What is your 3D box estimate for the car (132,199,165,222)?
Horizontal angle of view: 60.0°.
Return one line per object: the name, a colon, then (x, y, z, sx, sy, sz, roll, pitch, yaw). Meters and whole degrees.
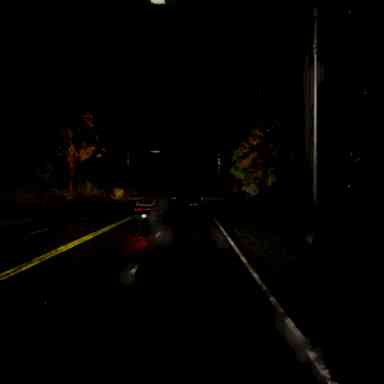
car: (-3.067, 1.282, 23.751, 1.837, 1.490, 4.892, 0, 0, 0)
